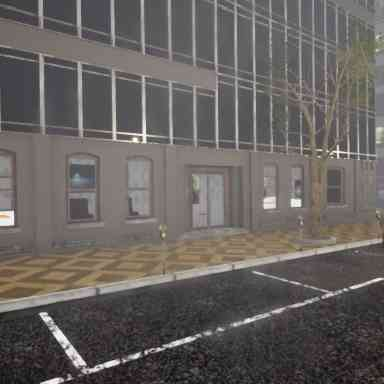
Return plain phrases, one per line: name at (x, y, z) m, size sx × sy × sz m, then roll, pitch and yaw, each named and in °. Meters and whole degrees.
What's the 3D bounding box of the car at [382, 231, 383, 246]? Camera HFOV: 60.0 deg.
car at (9.363, 1.438, 13.280) m, size 4.097 × 1.590 × 1.967 m, roll 0°, pitch -1°, yaw -36°
